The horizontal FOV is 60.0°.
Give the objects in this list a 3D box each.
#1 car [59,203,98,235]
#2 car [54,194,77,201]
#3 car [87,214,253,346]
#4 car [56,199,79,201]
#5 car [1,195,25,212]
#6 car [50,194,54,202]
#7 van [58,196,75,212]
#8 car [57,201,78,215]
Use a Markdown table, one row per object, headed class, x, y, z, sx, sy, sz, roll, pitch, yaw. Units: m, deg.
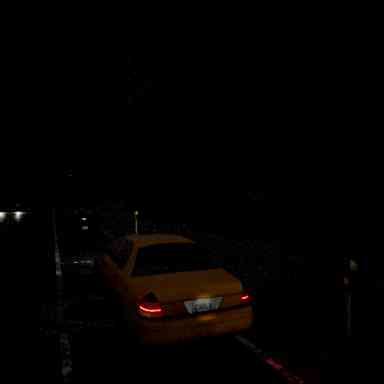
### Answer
| class | x | y | z | sx | sy | sz | roll | pitch | yaw |
| --- | --- | --- | --- | --- | --- | --- | --- | --- | --- |
| car | -6.189 | 1.551 | 18.625 | 2.008 | 1.369 | 4.403 | 0 | 0 | -23 |
| car | -12.632 | 1.316 | 33.892 | 2.192 | 1.841 | 5.009 | 0 | 0 | -23 |
| car | -0.847 | 1.457 | 6.717 | 1.801 | 1.575 | 5.366 | 0 | 0 | -23 |
| car | -10.484 | 1.567 | 28.802 | 1.947 | 1.339 | 4.313 | 0 | 0 | -23 |
| car | -21.418 | 1.480 | 39.629 | 1.882 | 1.535 | 5.008 | 0 | 0 | -23 |
| car | -32.109 | 1.469 | 79.305 | 1.967 | 1.590 | 4.097 | 0 | 0 | -24 |
| van | -14.780 | 1.342 | 38.980 | 1.690 | 1.788 | 3.998 | 0 | 0 | -23 |
| car | -8.336 | 1.551 | 23.713 | 2.008 | 1.369 | 4.403 | 0 | 0 | -23 |
